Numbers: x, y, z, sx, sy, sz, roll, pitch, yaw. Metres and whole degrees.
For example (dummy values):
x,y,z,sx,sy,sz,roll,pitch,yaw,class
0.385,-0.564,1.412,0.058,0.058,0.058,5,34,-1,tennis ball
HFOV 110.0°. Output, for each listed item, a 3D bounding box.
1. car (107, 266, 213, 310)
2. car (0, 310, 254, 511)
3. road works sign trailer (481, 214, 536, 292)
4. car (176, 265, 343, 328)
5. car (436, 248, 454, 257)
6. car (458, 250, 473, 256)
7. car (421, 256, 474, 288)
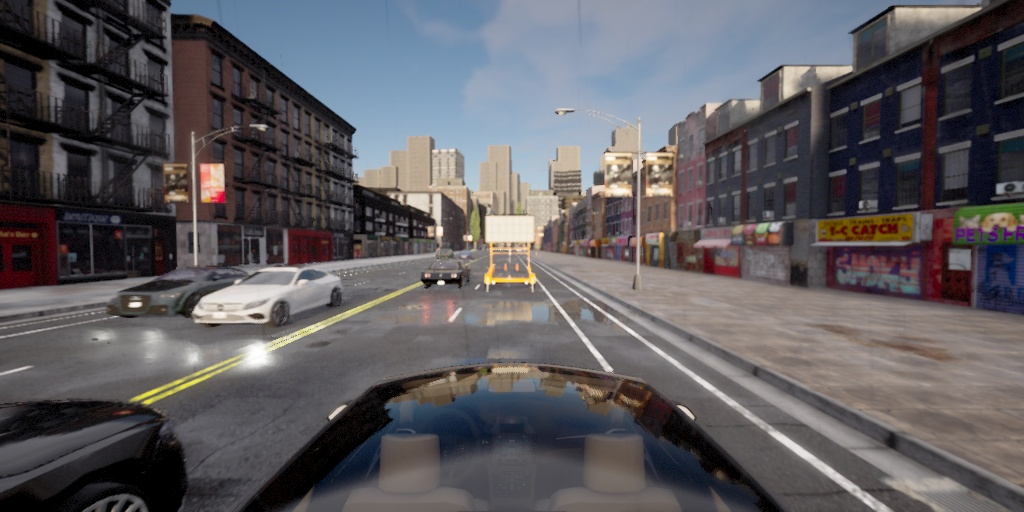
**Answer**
x,y,z,sx,sy,sz,roll,pitch,yaw,class
-9.906,1.038,11.408,1.994,1.385,4.181,0,2,0,car
-3.141,1.279,0.428,2.128,1.511,4.902,0,2,0,car
-0.091,-0.226,17.260,2.380,3.560,2.880,0,0,0,road works sign trailer
-6.660,1.025,10.479,1.812,1.442,4.674,0,2,0,car
-10.126,-0.361,54.620,2.097,1.767,4.553,0,1,0,car
-6.869,-0.163,53.705,1.812,1.442,4.674,0,1,0,car
-3.251,0.873,18.596,1.895,1.301,4.718,0,2,0,car
